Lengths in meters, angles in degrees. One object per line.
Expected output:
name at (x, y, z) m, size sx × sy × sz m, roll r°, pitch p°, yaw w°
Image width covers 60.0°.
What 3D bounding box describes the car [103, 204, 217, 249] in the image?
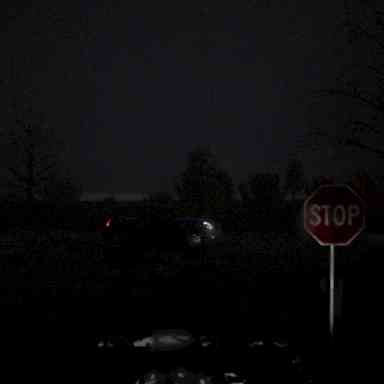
car at (-1.248, 1.316, 13.835) m, size 4.553 × 1.767 × 2.097 m, roll 0°, pitch 0°, yaw 0°
